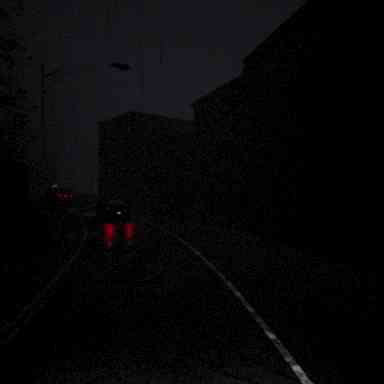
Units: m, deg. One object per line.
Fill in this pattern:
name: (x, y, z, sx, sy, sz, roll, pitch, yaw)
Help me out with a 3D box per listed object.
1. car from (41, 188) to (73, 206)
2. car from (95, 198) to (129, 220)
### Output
car: (-16.125, 0.522, 39.605, 2.150, 2.045, 5.566, -1, 1, -42)
car: (-5.922, 1.168, 24.585, 1.812, 1.442, 4.674, 0, 2, -25)
